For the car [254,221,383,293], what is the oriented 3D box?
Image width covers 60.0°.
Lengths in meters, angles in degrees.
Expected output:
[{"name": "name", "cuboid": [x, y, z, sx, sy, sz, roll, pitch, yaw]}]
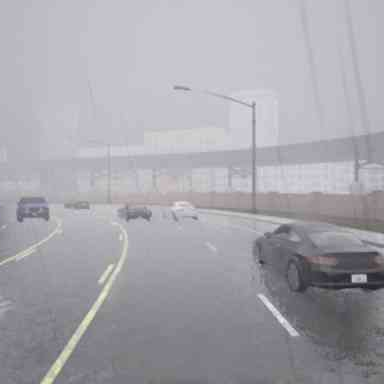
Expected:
[{"name": "car", "cuboid": [3.006, 1.491, 8.672, 1.812, 1.442, 4.674, 0, 0, -5]}]

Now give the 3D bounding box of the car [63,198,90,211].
[{"name": "car", "cuboid": [-14.728, 1.541, 42.396, 2.163, 1.488, 4.792, -1, 1, -40]}]

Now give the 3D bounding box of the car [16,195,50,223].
[{"name": "car", "cuboid": [-12.871, 1.297, 26.990, 2.150, 2.045, 5.566, -1, 0, -27]}]

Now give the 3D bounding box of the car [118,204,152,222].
[{"name": "car", "cuboid": [-4.602, 1.575, 26.083, 1.895, 1.301, 4.718, -1, 0, -22]}]

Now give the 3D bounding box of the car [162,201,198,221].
[{"name": "car", "cuboid": [-0.992, 1.461, 26.265, 1.812, 1.442, 4.674, -1, 0, -20]}]
